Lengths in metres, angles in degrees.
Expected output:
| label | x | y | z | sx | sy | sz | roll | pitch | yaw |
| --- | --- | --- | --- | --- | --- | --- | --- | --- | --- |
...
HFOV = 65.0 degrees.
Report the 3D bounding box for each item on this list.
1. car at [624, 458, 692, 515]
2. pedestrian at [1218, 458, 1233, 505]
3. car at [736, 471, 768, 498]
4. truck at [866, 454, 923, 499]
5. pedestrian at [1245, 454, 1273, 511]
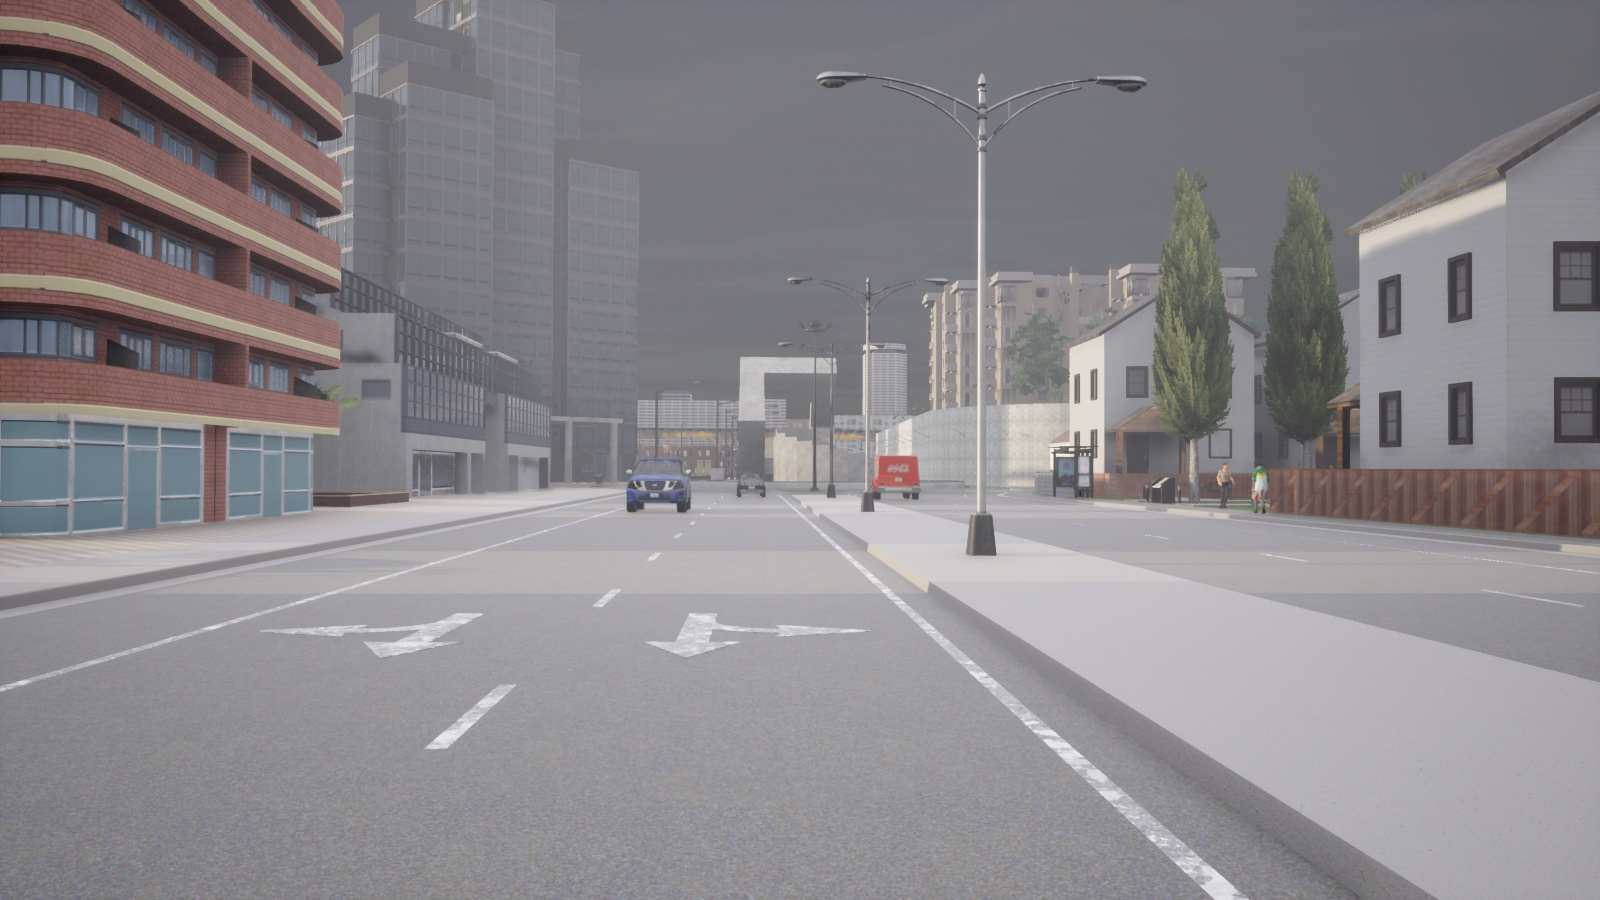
| label | x | y | z | sx | sy | sz | roll | pitch | yaw |
| --- | --- | --- | --- | --- | --- | --- | --- | --- | --- |
| car | -5.319 | 1.355 | 47.798 | 2.150 | 2.045 | 5.566 | 0 | -1 | -2 |
| pedestrian | 16.446 | 1.215 | 48.559 | 0.345 | 1.836 | 0.594 | 0 | -1 | -2 |
| car | -2.891 | 2.059 | 74.902 | 1.789 | 1.549 | 3.705 | 0 | -1 | -4 |
| truck | 5.301 | 1.499 | 71.177 | 2.627 | 2.467 | 5.204 | 0 | -1 | -2 |
| pedestrian | 15.927 | 1.136 | 43.587 | 0.659 | 1.952 | 0.873 | 0 | -1 | 0 |
